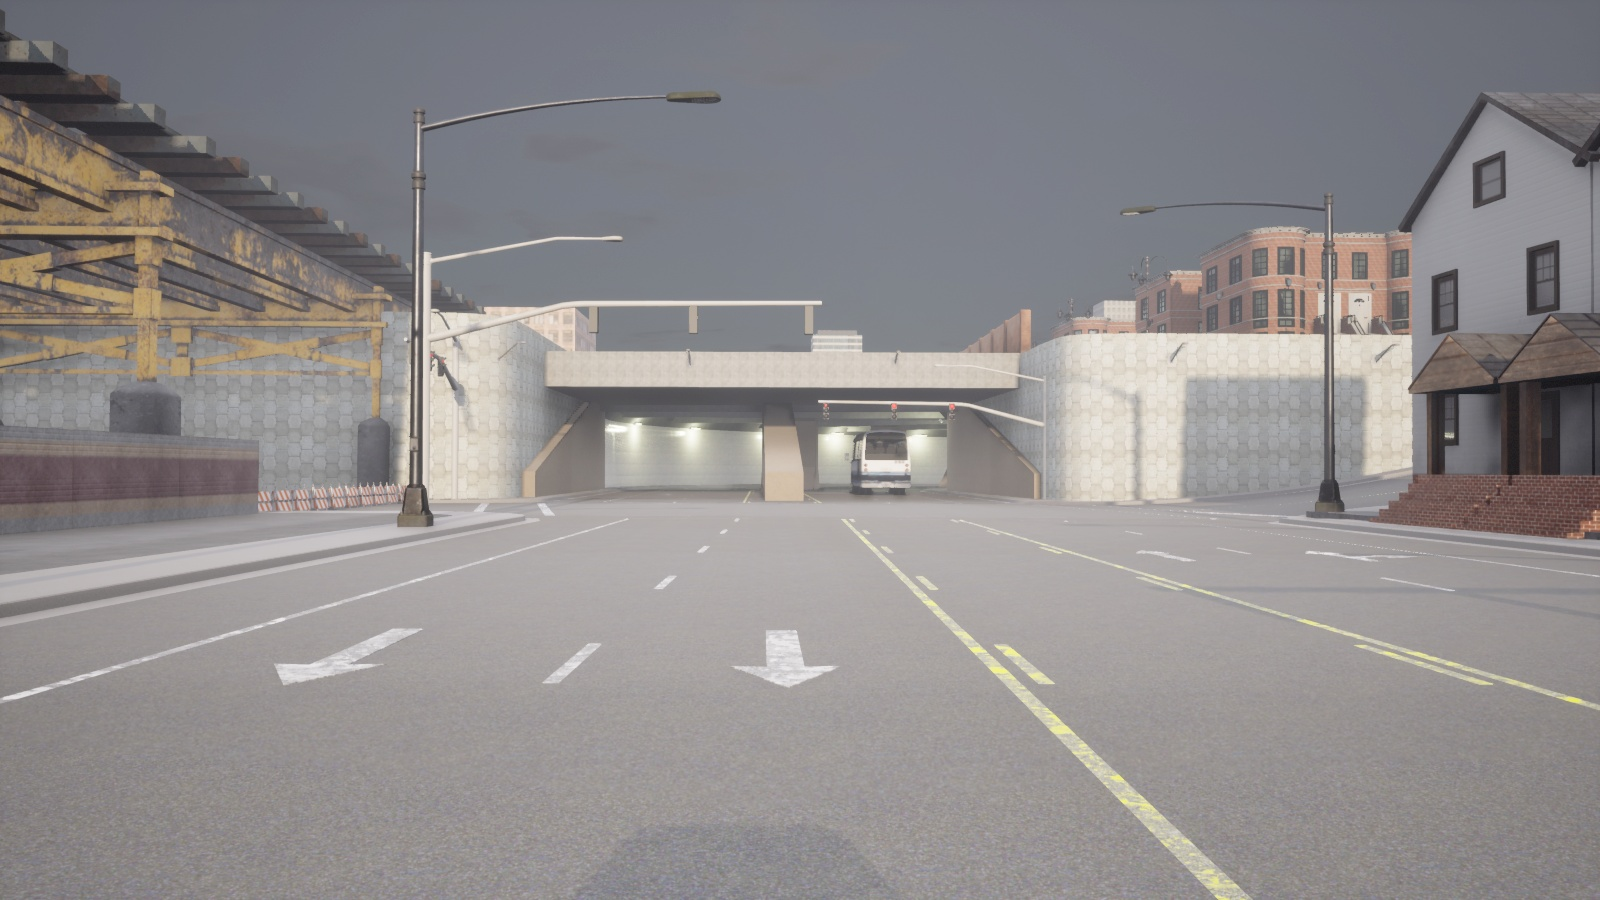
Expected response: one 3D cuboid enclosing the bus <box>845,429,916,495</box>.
[{"bbox_3d":[5.394,0.863,86.378,3.944,4.253,10.273,0,-1,-2],"label":"bus"}]
